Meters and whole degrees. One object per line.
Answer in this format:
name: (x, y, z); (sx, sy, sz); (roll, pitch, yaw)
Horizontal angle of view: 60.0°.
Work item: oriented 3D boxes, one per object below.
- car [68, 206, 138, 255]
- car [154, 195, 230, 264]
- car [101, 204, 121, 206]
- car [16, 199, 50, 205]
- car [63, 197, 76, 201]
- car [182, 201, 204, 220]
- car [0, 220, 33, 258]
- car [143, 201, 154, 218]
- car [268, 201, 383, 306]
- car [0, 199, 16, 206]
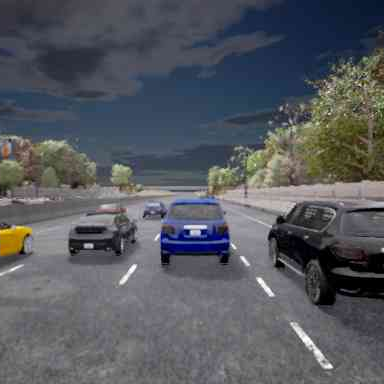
car: (-3.408, 1.536, 13.395); (1.837, 1.490, 4.892); (0, 0, 0)
car: (0.093, 1.249, 12.089); (2.150, 2.045, 5.566); (0, 0, 0)
car: (-6.913, 1.669, 28.597); (1.895, 1.301, 4.718); (0, 0, 0)
car: (-17.605, 1.571, 38.110); (1.882, 1.535, 5.008); (0, 0, 0)
car: (-28.040, 1.679, 76.555); (1.812, 1.442, 4.674); (0, 0, 0)
car: (0.085, 1.577, 30.050); (1.837, 1.490, 4.892); (0, 0, 0)
car: (-6.906, 1.501, 10.503); (1.882, 1.535, 5.008); (0, 0, 0)
car: (-3.417, 1.601, 31.109); (1.812, 1.442, 4.674); (0, 0, 0)
car: (3.484, 1.214, 8.197); (2.150, 2.045, 5.566); (0, 0, 0)
car: (-21.106, 1.571, 38.086); (1.882, 1.535, 5.008); (0, 0, 0)
